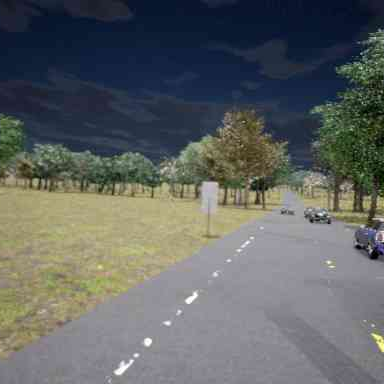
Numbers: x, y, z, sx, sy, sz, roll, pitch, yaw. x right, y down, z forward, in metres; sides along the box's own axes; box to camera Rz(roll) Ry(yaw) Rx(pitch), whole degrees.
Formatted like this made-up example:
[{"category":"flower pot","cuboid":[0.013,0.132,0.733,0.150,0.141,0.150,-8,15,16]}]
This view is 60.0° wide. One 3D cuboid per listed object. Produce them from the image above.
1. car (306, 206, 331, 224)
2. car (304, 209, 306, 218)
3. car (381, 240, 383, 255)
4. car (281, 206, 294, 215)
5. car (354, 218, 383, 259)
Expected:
[{"category":"car","cuboid":[14.383,2.557,37.533,2.097,1.767,4.553,3,-1,17]},{"category":"car","cuboid":[17.266,2.862,47.581,2.097,1.767,4.553,3,-1,16]},{"category":"car","cuboid":[7.250,1.946,9.546,1.801,1.575,5.366,3,-1,16]},{"category":"car","cuboid":[16.245,3.154,56.605,1.994,1.385,4.181,3,-1,16]},{"category":"car","cuboid":[8.875,1.986,15.099,2.097,1.767,4.553,3,-1,16]}]
